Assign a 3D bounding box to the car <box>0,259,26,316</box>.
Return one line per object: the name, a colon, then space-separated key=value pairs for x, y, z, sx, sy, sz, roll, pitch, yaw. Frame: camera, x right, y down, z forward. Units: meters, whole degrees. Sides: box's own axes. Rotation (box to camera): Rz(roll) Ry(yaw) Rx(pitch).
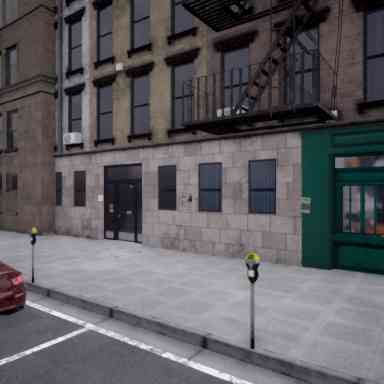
car: x=-4.721 y=1.582 z=6.210 sx=4.206 sy=1.307 sz=1.802 roll=0 pitch=0 yaw=36
